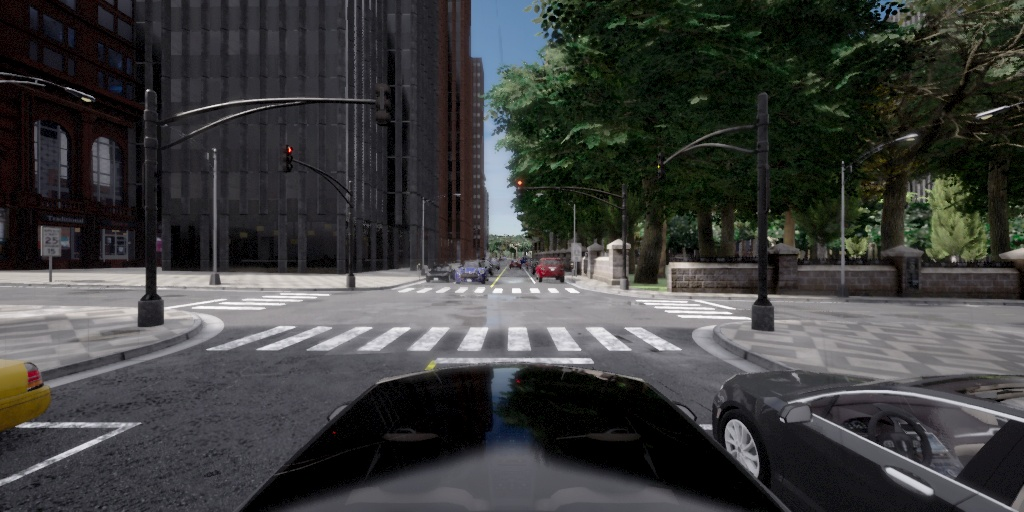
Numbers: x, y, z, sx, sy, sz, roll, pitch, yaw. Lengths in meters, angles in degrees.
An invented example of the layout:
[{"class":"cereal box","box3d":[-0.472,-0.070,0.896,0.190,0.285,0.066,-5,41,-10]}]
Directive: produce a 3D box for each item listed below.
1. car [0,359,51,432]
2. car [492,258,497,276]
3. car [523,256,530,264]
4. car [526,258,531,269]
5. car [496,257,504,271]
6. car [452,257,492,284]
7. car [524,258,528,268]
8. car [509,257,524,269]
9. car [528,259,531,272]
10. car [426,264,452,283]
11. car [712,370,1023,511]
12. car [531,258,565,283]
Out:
[{"class":"car","box3d":[-5.766,1.275,1.632,1.751,1.417,4.829,0,0,0]},{"class":"car","box3d":[-2.823,1.275,37.072,1.837,1.490,4.892,0,0,0]},{"class":"car","box3d":[3.188,1.231,55.689,1.967,1.591,4.097,0,0,0]},{"class":"car","box3d":[3.101,1.329,44.776,2.007,1.370,4.403,0,0,0]},{"class":"car","box3d":[-2.695,1.278,51.349,2.128,1.511,4.902,0,0,1]},{"class":"car","box3d":[-2.903,1.112,26.869,2.097,1.767,4.553,0,0,0]},{"class":"car","box3d":[3.145,1.335,50.233,2.007,1.370,4.403,0,0,0]},{"class":"car","box3d":[0.545,1.320,59.063,1.812,1.442,4.674,0,0,-1]},{"class":"car","box3d":[3.058,1.338,39.320,1.948,1.339,4.313,0,0,0]},{"class":"car","box3d":[-5.553,1.326,28.466,1.948,1.339,4.313,0,0,0]},{"class":"car","box3d":[2.760,1.300,1.744,2.007,1.370,4.403,0,0,0]},{"class":"car","box3d":[2.972,1.075,28.408,2.192,1.841,5.009,0,0,0]}]
